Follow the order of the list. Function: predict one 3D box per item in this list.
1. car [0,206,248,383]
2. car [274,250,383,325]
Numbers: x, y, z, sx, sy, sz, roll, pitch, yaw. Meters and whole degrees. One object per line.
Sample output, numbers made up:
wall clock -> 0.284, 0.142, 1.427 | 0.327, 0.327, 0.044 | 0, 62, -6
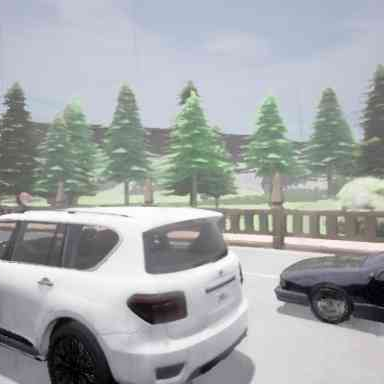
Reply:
car -> -1.919, 1.246, 5.092 | 5.566, 2.045, 2.150 | -1, 0, 33
car -> 4.149, 1.500, 5.320 | 5.357, 1.411, 2.033 | -1, 0, 35
